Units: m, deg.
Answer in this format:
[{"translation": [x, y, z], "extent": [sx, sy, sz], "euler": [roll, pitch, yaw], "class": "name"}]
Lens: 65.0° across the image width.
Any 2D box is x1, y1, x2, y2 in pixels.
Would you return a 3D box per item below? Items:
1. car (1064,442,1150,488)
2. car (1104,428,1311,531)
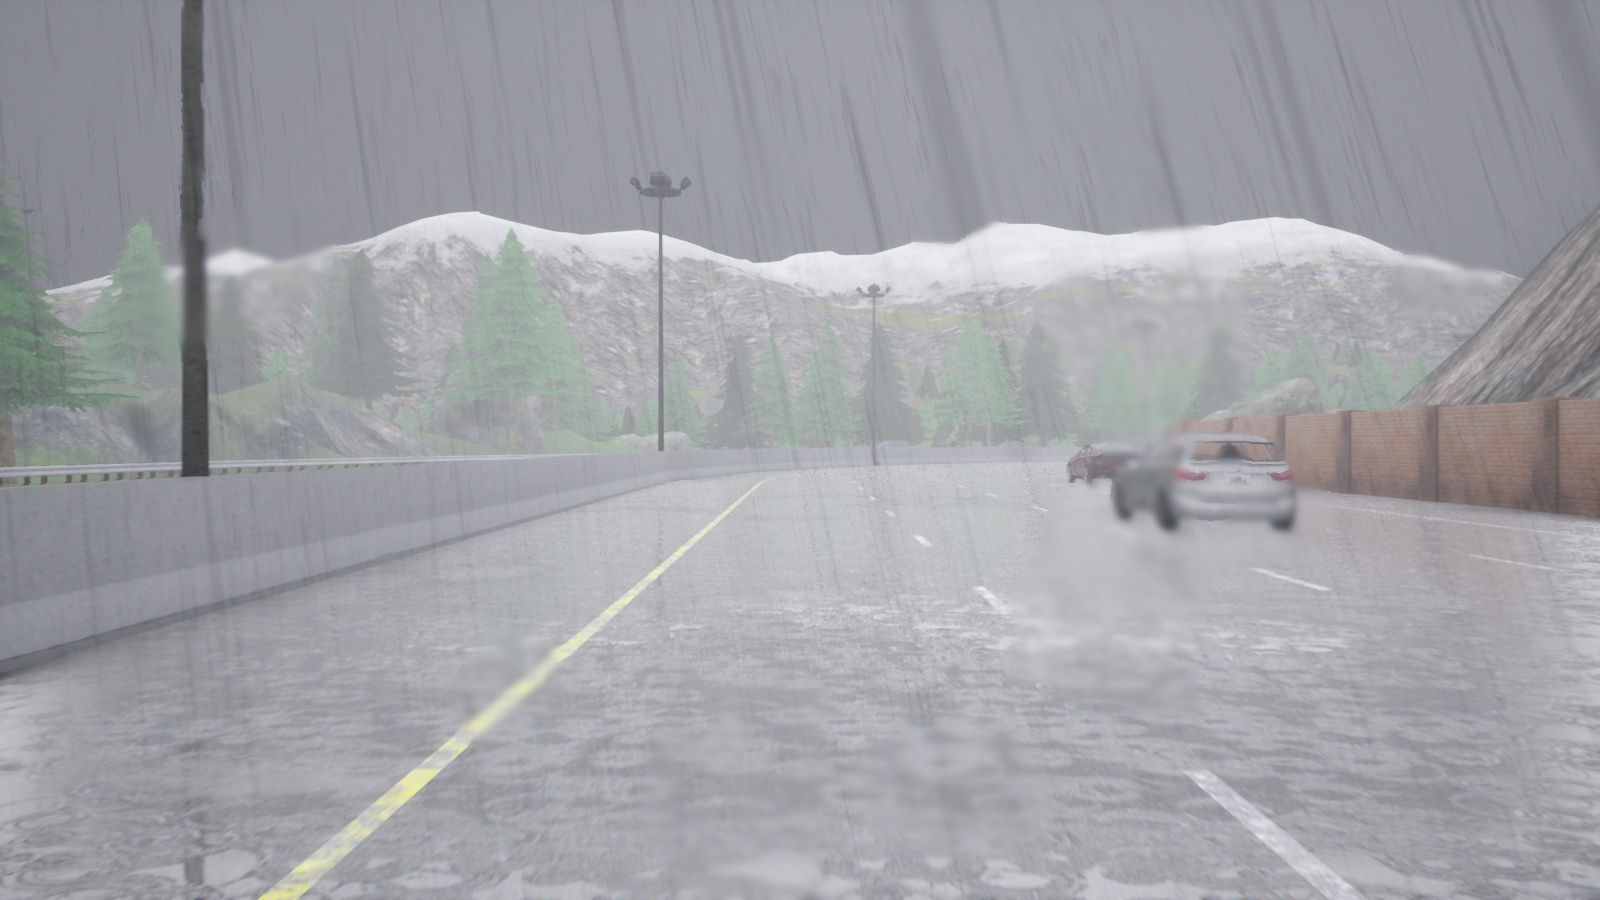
[{"translation": [10.771, 0.482, 44.419], "extent": [1.882, 1.535, 5.008], "euler": [0, 0, 1], "class": "car"}, {"translation": [7.141, 0.469, 22.598], "extent": [2.242, 1.667, 4.611], "euler": [0, 0, 0], "class": "car"}]
